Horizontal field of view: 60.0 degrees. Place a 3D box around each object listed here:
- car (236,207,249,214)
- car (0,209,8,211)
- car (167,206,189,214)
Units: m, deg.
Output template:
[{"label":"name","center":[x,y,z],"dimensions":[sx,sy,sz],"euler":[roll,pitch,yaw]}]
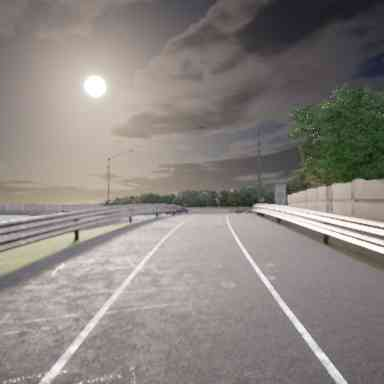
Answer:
[{"label":"car","center":[12.112,4.413,79.454],"dimensions":[2.128,1.511,4.902],"euler":[-2,-4,27]},{"label":"car","center":[-24.120,1.912,38.230],"dimensions":[5.357,1.411,2.033],"euler":[3,-4,-37]},{"label":"car","center":[-2.446,3.131,58.095],"dimensions":[1.812,1.442,4.674],"euler":[-3,-4,41]}]
